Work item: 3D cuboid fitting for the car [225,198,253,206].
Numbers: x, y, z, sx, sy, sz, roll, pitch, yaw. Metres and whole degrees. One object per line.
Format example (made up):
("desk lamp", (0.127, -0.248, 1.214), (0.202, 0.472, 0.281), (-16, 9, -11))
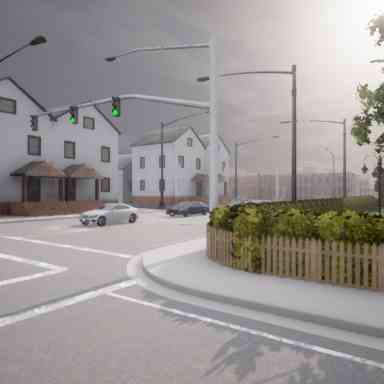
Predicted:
("car", (5.668, 1.486, 39.888), (2.128, 1.511, 4.902), (0, 0, 35))

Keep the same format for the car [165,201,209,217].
("car", (-0.210, 1.542, 31.400), (2.033, 1.411, 5.357), (0, 0, 35))

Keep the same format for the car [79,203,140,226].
("car", (-5.699, 1.521, 23.451), (1.812, 1.442, 4.674), (0, 0, 35))
